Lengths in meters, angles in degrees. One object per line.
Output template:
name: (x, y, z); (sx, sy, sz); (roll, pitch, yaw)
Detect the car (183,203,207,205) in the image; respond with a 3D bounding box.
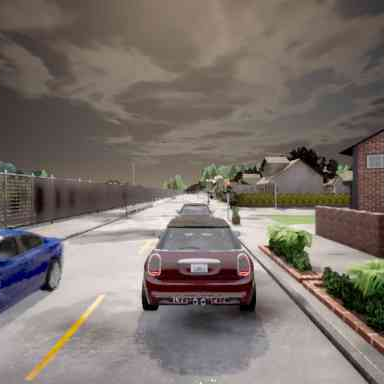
car: (0.171, 1.352, 17.631); (2.097, 1.767, 4.553); (0, 0, 0)

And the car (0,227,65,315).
car: (-4.073, 1.477, 6.166); (1.882, 1.535, 5.008); (0, 0, 0)

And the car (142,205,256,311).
car: (0.129, 1.352, 7.934); (2.097, 1.767, 4.553); (0, 0, 0)
